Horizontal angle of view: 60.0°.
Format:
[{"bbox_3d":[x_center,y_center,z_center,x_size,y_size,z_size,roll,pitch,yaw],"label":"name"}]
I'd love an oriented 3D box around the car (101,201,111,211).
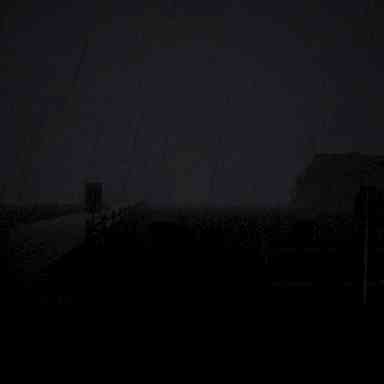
[{"bbox_3d":[-13.690,2.104,51.507,2.033,1.411,5.357,1,-1,-6],"label":"car"}]
